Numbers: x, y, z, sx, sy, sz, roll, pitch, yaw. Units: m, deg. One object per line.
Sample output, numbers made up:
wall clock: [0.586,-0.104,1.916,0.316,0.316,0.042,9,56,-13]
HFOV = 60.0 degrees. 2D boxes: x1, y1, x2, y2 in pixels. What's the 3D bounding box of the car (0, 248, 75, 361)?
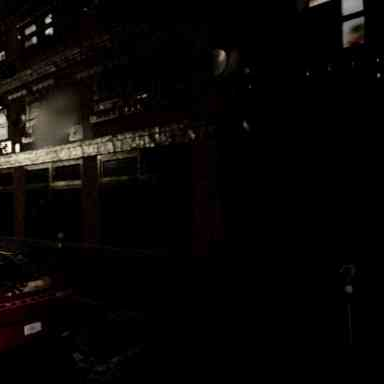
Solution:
car: [-3.800,1.577,5.451,4.507,1.381,1.887,0,-2,35]
